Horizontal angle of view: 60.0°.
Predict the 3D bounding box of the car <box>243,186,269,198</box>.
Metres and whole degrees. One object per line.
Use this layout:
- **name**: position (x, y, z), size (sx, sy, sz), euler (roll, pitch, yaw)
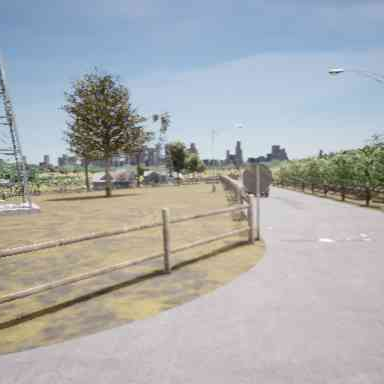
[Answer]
- **car**: position (5.644, -0.369, 29.627), size (1.882, 1.535, 5.008), euler (-1, 3, 5)
